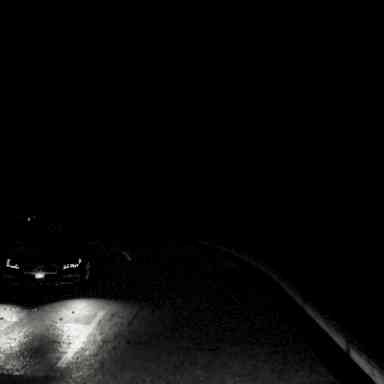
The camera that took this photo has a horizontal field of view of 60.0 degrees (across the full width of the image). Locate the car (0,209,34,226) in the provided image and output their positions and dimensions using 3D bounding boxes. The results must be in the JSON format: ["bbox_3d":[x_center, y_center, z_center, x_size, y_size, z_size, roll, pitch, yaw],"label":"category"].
[{"bbox_3d":[-13.243,1.858,23.363,4.181,1.385,1.994,0,-1,10],"label":"car"}]

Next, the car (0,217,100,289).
[{"bbox_3d":[-3.796,1.623,9.702,1.837,1.490,4.892,2,-1,-11],"label":"car"}]
